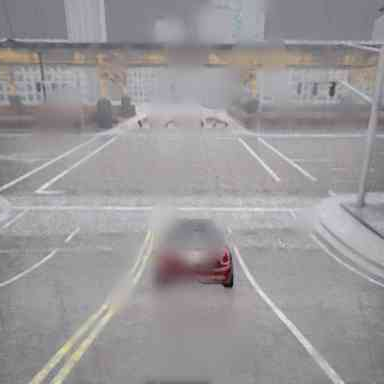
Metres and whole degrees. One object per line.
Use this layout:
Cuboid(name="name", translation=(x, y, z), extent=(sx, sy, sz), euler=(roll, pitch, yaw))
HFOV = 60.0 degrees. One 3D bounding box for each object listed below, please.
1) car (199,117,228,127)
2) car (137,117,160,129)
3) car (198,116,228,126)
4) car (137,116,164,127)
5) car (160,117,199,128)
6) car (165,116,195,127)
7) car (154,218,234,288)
Cuboid(name="car", translation=(3.418, -11.262, 53.563), extent=(4.974, 1.542, 2.038), euler=(10, 20, 28))
Cuboid(name="car", translation=(-6.571, -11.078, 52.989), extent=(4.974, 1.542, 2.038), euler=(17, 24, 42))
Cuboid(name="car", translation=(3.373, -11.420, 53.540), extent=(4.536, 1.218, 1.853), euler=(10, 20, 28))
Cuboid(name="car", translation=(-6.608, -11.239, 52.976), extent=(4.536, 1.218, 1.853), euler=(17, 24, 42))
Cuboid(name="car", translation=(-1.963, -11.055, 52.911), extent=(4.974, 1.542, 2.038), euler=(-12, 21, -33))
Cuboid(name="car", translation=(-1.921, -11.215, 52.893), extent=(4.536, 1.218, 1.853), euler=(-12, 21, -33))
Cuboid(name="car", translation=(0.063, 1.613, 10.538), extent=(2.097, 1.767, 4.553), euler=(0, 3, 0))
